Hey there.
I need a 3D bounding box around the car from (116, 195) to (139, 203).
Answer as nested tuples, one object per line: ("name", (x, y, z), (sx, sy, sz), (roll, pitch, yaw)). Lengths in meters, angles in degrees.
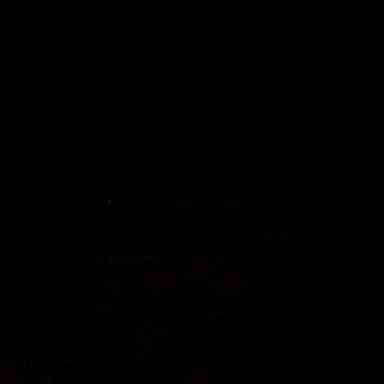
("car", (-13.938, 1.483, 71.929), (5.008, 1.535, 1.882), (1, 0, 0))
